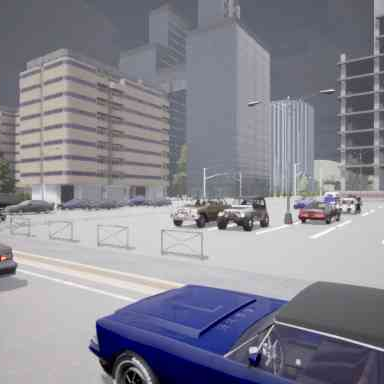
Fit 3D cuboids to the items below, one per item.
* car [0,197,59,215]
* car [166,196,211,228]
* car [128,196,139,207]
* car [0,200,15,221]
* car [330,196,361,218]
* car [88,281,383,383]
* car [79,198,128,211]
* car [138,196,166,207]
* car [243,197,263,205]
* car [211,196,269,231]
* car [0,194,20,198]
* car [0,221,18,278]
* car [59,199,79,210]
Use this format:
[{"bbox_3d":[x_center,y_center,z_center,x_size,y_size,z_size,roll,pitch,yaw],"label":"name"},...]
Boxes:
[{"bbox_3d":[-16.264,1.526,33.553,1.812,1.442,4.674,0,0,34],"label":"car"},{"bbox_3d":[0.694,1.153,20.908,1.932,1.855,4.605,0,0,34],"label":"car"},{"bbox_3d":[-8.826,1.352,50.896,2.097,1.767,4.553,0,0,35],"label":"car"},{"bbox_3d":[-15.039,1.505,22.421,1.837,1.490,4.892,0,0,33],"label":"car"},{"bbox_3d":[15.086,1.395,32.197,1.970,1.475,3.806,0,0,34],"label":"car"},{"bbox_3d":[1.172,1.601,3.153,4.718,1.301,1.895,0,0,35],"label":"car"},{"bbox_3d":[-10.934,1.547,41.525,2.033,1.411,5.357,0,0,34],"label":"car"},{"bbox_3d":[-5.142,1.547,50.141,2.033,1.411,5.357,0,0,34],"label":"car"},{"bbox_3d":[11.402,1.601,61.912,1.895,1.301,4.718,0,0,35],"label":"car"},{"bbox_3d":[3.062,1.156,19.242,1.905,1.878,3.866,0,0,34],"label":"car"},{"bbox_3d":[-20.212,1.222,33.991,2.150,2.045,5.566,0,0,34],"label":"car"},{"bbox_3d":[-6.673,1.547,8.669,5.357,1.411,2.033,0,0,35],"label":"car"},{"bbox_3d":[-14.502,1.547,42.500,2.033,1.411,5.357,0,0,34],"label":"car"}]
